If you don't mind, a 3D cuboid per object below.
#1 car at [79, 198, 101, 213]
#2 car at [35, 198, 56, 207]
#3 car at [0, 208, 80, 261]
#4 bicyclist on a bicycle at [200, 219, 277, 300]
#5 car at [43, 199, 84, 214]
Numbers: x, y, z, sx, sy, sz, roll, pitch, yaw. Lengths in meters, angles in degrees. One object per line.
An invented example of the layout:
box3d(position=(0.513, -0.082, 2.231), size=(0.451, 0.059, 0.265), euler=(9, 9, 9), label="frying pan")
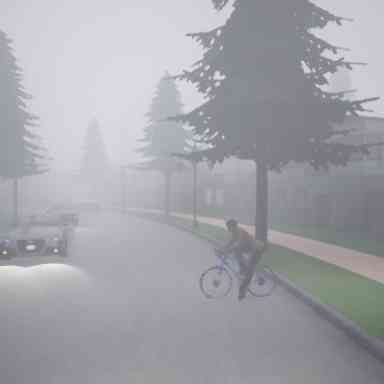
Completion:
box3d(position=(-10.824, 1.357, 33.947), size=(1.882, 1.535, 5.008), euler=(0, 0, -33), label="car")
box3d(position=(-19.085, 1.445, 44.033), size=(4.718, 1.301, 1.895), euler=(0, 0, 45), label="car")
box3d(position=(-5.452, 1.520, 12.207), size=(1.994, 1.385, 4.181), euler=(0, 0, -14), label="car")
box3d(position=(0.970, 1.396, 6.882), size=(1.656, 1.620, 0.582), euler=(0, 0, -8), label="bicyclist on a bicycle")
box3d(position=(-8.829, 1.467, 22.723), size=(2.033, 1.411, 5.357), euler=(0, 0, -23), label="car")
